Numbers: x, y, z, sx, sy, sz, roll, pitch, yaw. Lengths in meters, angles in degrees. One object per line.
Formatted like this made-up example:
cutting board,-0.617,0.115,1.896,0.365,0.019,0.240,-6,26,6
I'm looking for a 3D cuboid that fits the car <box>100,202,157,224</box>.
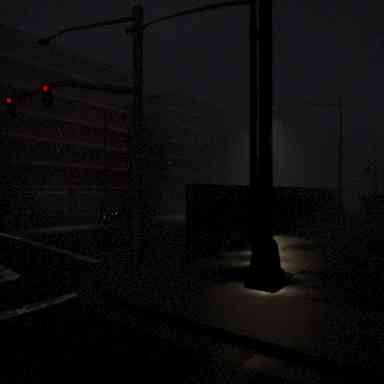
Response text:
car,-4.697,1.484,25.199,2.128,1.511,4.902,0,0,35
